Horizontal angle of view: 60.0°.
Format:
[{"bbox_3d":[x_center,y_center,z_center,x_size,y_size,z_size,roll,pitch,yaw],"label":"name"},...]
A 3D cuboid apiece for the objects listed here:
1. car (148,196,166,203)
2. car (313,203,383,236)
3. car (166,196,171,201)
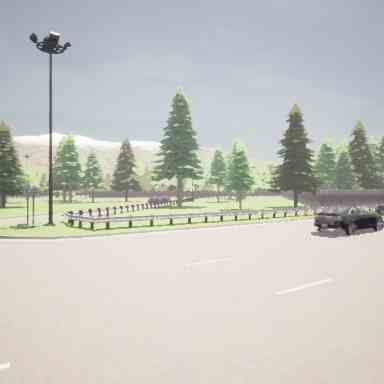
[{"bbox_3d":[-6.563,1.491,59.647,2.128,1.511,4.902,0,0,6],"label":"car"},{"bbox_3d":[8.818,1.490,18.601,4.902,1.511,2.128,0,0,-35],"label":"car"},{"bbox_3d":[-5.586,1.525,69.768,1.812,1.442,4.674,0,0,5],"label":"car"}]
